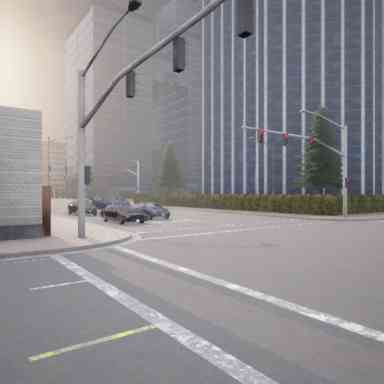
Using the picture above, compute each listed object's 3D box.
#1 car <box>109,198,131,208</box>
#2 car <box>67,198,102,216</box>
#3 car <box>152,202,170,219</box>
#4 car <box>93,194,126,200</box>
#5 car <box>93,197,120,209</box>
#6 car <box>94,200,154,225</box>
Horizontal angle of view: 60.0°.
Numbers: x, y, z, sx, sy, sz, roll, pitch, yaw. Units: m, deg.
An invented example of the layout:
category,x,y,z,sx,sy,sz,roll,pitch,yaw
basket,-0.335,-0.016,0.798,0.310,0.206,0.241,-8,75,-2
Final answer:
category,x,y,z,sx,sy,sz,roll,pitch,yaw
car,-11.274,1.619,51.872,1.994,1.385,4.181,0,0,-36
car,-10.975,1.560,33.141,1.837,1.490,4.892,0,0,-36
car,-3.711,1.581,29.045,1.812,1.442,4.674,0,0,-36
car,-9.374,1.277,36.917,2.150,2.045,5.566,0,0,-36
car,-12.203,1.547,47.167,2.128,1.511,4.902,0,0,-36
car,-5.305,1.603,25.232,2.033,1.411,5.357,0,0,-36
